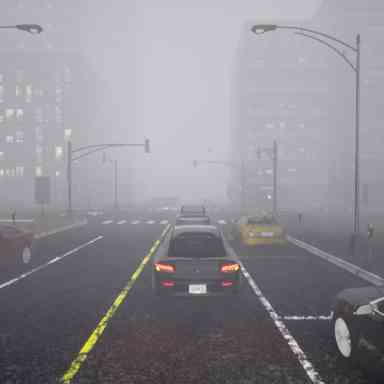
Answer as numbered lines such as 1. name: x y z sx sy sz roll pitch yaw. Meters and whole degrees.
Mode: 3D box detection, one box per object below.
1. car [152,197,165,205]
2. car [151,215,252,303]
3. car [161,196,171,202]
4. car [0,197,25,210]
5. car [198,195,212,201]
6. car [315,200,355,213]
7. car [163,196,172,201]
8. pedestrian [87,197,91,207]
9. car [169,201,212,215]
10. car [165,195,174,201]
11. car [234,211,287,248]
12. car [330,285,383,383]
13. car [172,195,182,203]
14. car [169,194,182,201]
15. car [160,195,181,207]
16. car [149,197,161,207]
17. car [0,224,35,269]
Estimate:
1. car: -5.812 1.554 57.970 1.947 1.339 4.313 -1 0 0
2. car: 0.084 1.523 8.096 1.812 1.442 4.674 0 0 0
3. car: -5.844 1.531 74.934 1.887 1.381 4.507 -1 0 0
4. car: -21.733 1.275 37.962 4.829 1.417 1.752 0 0 1
5. car: 2.568 1.539 57.986 2.008 1.369 4.403 -1 0 0
6. car: 16.243 1.623 37.536 4.403 1.369 2.008 0 0 1
7. car: -5.855 1.568 80.588 1.802 1.307 4.206 -1 0 0
8. pedestrian: -12.626 1.200 40.825 0.375 1.300 0.375 0 0 1
9. car: 0.056 1.487 18.170 2.128 1.511 4.902 0 0 0
10. car: -5.866 1.530 86.243 1.887 1.381 4.507 -1 0 0
11. car: 2.780 1.521 14.547 1.752 1.417 4.829 -1 0 0
12. car: 2.802 1.550 3.088 2.008 1.369 4.403 -1 0 0
13. car: -3.133 1.487 70.531 1.837 1.490 4.892 0 0 0
14. car: -3.186 1.480 60.335 2.128 1.511 4.902 0 0 0
15. car: -3.187 1.537 50.383 2.033 1.411 5.357 0 0 0
16. car: -5.801 1.514 52.146 1.752 1.417 4.829 -1 0 0
17. car: -5.848 1.542 8.774 1.887 1.381 4.507 -1 0 0
